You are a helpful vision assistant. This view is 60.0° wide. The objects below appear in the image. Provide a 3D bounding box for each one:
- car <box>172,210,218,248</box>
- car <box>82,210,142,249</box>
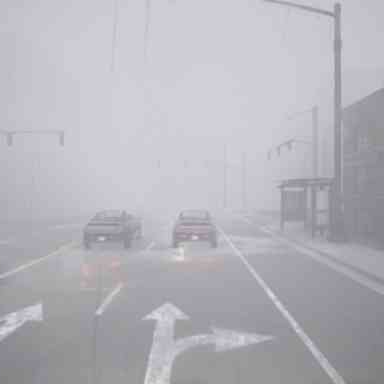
[{"bbox_3d":[0.101,1.562,15.142,2.128,1.511,4.902,0,0,0],"label":"car"},{"bbox_3d":[-3.402,1.561,14.903,2.128,1.511,4.902,0,0,-1],"label":"car"}]
